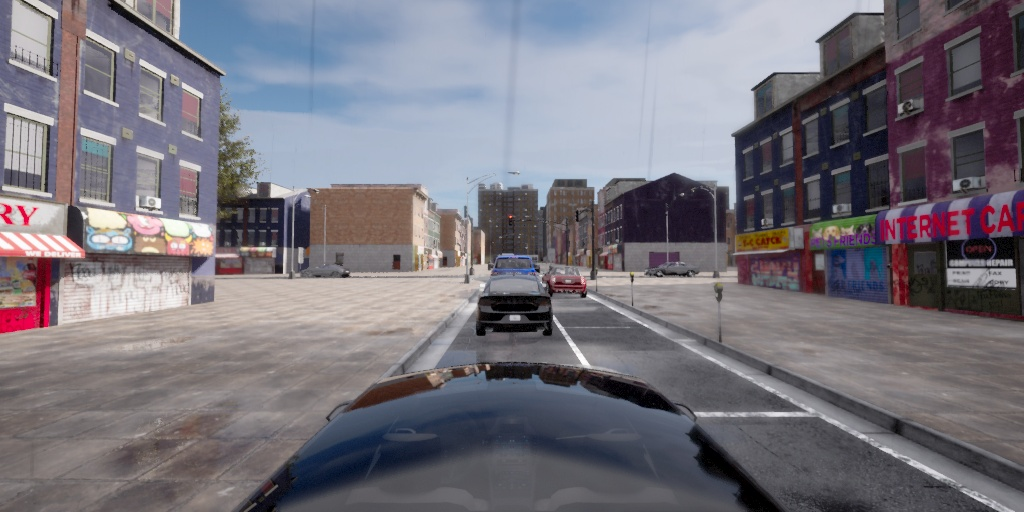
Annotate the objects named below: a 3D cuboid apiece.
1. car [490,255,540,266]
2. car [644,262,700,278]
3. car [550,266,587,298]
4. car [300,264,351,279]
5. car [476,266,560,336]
[{"bbox_3d":[0.069,0.991,18.068,2.150,2.045,5.566,0,0,0],"label":"car"},{"bbox_3d":[14.951,1.314,33.599,4.902,1.511,2.128,0,-2,0],"label":"car"},{"bbox_3d":[2.616,1.210,18.755,1.967,1.591,4.097,0,0,0],"label":"car"},{"bbox_3d":[-17.512,1.470,33.767,4.181,1.385,1.994,0,-2,0],"label":"car"},{"bbox_3d":[0.036,1.235,10.501,1.882,1.535,5.008,0,0,-1],"label":"car"}]
